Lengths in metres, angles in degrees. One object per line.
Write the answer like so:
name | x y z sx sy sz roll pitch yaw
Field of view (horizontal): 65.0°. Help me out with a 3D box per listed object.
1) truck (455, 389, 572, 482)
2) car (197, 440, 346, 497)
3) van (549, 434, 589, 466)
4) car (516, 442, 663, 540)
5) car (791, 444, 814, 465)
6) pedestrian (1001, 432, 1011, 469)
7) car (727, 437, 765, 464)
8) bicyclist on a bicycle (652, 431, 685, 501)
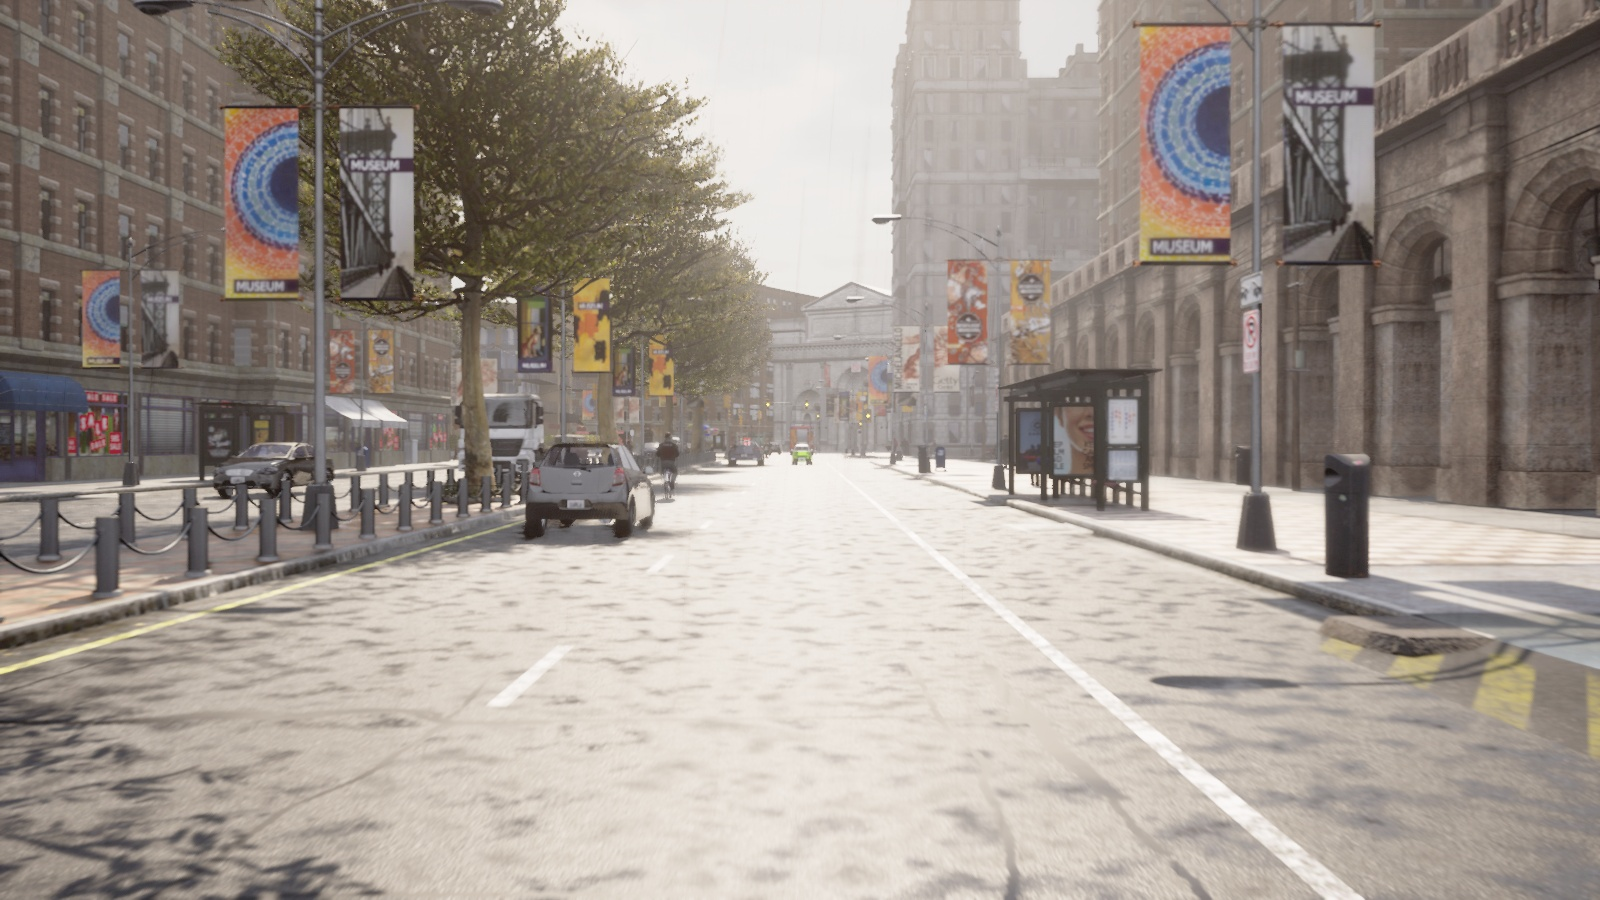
truck | -11.388 -0.563 50.717 2.891 3.462 7.936 0 0 0
car | -14.897 0.466 35.727 2.128 1.511 4.902 0 0 1
van | -14.838 -0.020 80.813 1.775 1.987 4.442 0 0 0
car | -3.457 0.624 21.238 1.845 1.501 3.633 0 0 1
car | 0.153 0.286 82.815 1.481 1.376 2.207 0 0 0
pedestrian | 10.192 0.025 62.143 0.402 1.842 0.726 0 0 0
car | -3.416 0.020 80.340 2.152 1.651 5.027 0 0 1
bicyclist on a bicycle | -3.423 0.409 32.839 0.659 1.776 1.843 0 0 0
